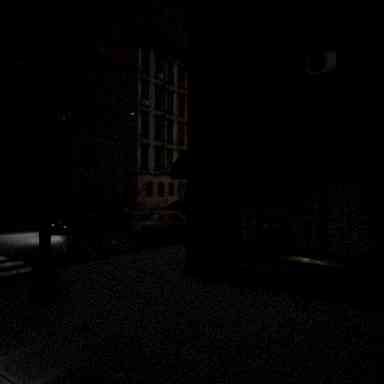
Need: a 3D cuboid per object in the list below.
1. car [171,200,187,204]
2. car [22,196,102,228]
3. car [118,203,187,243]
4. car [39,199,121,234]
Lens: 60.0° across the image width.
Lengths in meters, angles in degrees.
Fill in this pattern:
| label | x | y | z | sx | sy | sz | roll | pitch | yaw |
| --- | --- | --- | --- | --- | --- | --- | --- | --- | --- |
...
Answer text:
| label | x | y | z | sx | sy | sz | roll | pitch | yaw |
| --- | --- | --- | --- | --- | --- | --- | --- | --- | --- |
| car | -0.880 | 1.389 | 29.389 | 1.947 | 1.339 | 4.313 | 1 | 1 | 36 |
| car | -7.516 | 1.150 | 20.172 | 2.192 | 1.841 | 5.009 | 1 | 1 | 36 |
| car | -0.914 | 1.457 | 15.613 | 1.752 | 1.417 | 4.829 | 1 | 1 | 36 |
| car | -5.554 | 1.368 | 18.560 | 1.837 | 1.490 | 4.892 | 1 | 2 | 36 |
